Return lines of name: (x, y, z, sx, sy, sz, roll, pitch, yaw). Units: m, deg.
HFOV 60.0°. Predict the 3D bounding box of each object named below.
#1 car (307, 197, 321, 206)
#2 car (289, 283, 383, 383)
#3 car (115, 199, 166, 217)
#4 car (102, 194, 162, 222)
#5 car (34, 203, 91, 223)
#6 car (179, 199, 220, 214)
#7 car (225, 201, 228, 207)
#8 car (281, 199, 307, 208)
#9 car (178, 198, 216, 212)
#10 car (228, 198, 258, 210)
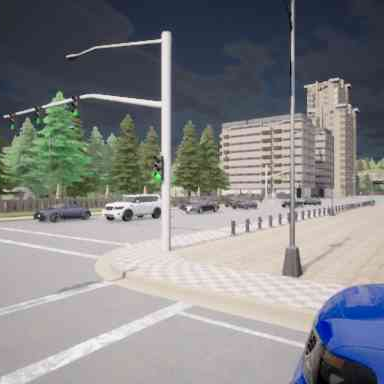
car: (20.214, 1.556, 55.688, 1.994, 1.385, 4.181, 0, 0, 35)
car: (3.350, 1.222, 1.577, 5.566, 2.045, 2.150, 0, 0, 36)
car: (-4.987, 1.480, 32.732, 2.128, 1.511, 4.902, 0, 0, 35)
car: (-4.657, 1.212, 27.166, 2.150, 2.045, 5.566, 0, 0, 35)
car: (-9.950, 1.553, 25.771, 1.994, 1.385, 4.181, 0, 0, 35)
car: (1.106, 1.482, 35.247, 2.128, 1.511, 4.902, 0, 0, 36)
car: (6.511, 1.553, 48.799, 1.994, 1.385, 4.181, 0, 0, 36)
car: (14.431, 1.593, 47.576, 1.895, 1.301, 4.718, 0, 0, 35)
car: (0.688, 1.536, 40.689, 2.033, 1.411, 5.357, 0, 0, 36)
car: (6.931, 1.554, 43.390, 1.994, 1.385, 4.181, 0, 0, 36)
